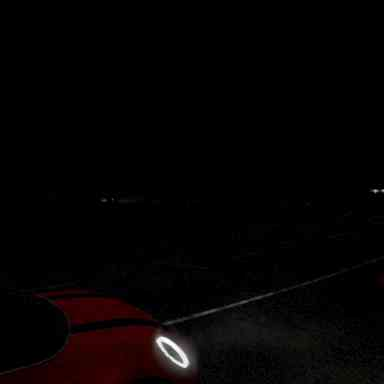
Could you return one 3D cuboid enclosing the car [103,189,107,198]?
[{"bbox_3d":[-16.454,0.227,59.472,4.553,1.767,2.097,2,4,30],"label":"car"}]

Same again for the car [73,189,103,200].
[{"bbox_3d":[-18.034,0.535,56.356,4.902,1.511,2.128,2,4,30],"label":"car"}]

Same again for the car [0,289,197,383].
[{"bbox_3d":[-2.144,1.353,2.389,4.553,1.767,2.097,0,0,-35],"label":"car"}]

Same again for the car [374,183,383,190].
[{"bbox_3d":[40.905,-1.277,72.477,1.882,1.535,5.008,-2,2,26],"label":"car"}]
